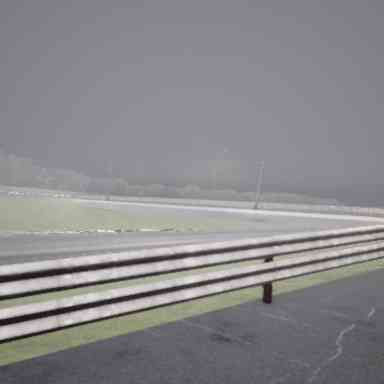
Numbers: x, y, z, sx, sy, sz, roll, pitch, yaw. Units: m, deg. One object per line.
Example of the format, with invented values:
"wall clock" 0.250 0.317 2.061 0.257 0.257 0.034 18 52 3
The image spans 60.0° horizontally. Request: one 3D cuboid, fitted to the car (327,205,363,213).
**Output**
"car" 23.477 2.829 51.146 5.008 1.535 1.882 2 -2 25
